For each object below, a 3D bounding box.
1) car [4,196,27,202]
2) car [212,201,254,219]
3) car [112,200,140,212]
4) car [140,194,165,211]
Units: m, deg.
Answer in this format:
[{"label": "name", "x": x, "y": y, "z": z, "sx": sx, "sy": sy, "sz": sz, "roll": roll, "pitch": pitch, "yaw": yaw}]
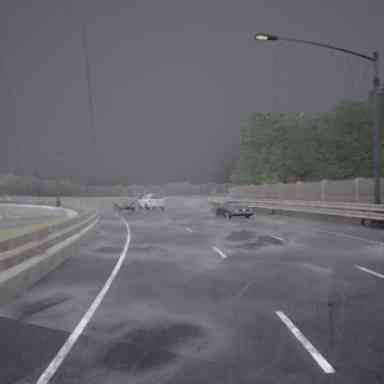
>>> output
[{"label": "car", "x": -44.830, "y": 1.955, "z": 84.443, "sx": 5.008, "sy": 1.535, "sz": 1.882, "roll": -1, "pitch": 0, "yaw": 32}, {"label": "car", "x": 3.370, "y": 1.491, "z": 28.187, "sx": 2.033, "sy": 1.411, "sz": 5.357, "roll": -1, "pitch": 0, "yaw": -16}, {"label": "car", "x": -8.355, "y": 1.624, "z": 40.560, "sx": 2.033, "sy": 1.411, "sz": 5.357, "roll": -1, "pitch": 0, "yaw": -24}, {"label": "car", "x": -5.135, "y": 1.258, "z": 41.776, "sx": 2.150, "sy": 2.045, "sz": 5.566, "roll": 0, "pitch": 0, "yaw": -24}]
